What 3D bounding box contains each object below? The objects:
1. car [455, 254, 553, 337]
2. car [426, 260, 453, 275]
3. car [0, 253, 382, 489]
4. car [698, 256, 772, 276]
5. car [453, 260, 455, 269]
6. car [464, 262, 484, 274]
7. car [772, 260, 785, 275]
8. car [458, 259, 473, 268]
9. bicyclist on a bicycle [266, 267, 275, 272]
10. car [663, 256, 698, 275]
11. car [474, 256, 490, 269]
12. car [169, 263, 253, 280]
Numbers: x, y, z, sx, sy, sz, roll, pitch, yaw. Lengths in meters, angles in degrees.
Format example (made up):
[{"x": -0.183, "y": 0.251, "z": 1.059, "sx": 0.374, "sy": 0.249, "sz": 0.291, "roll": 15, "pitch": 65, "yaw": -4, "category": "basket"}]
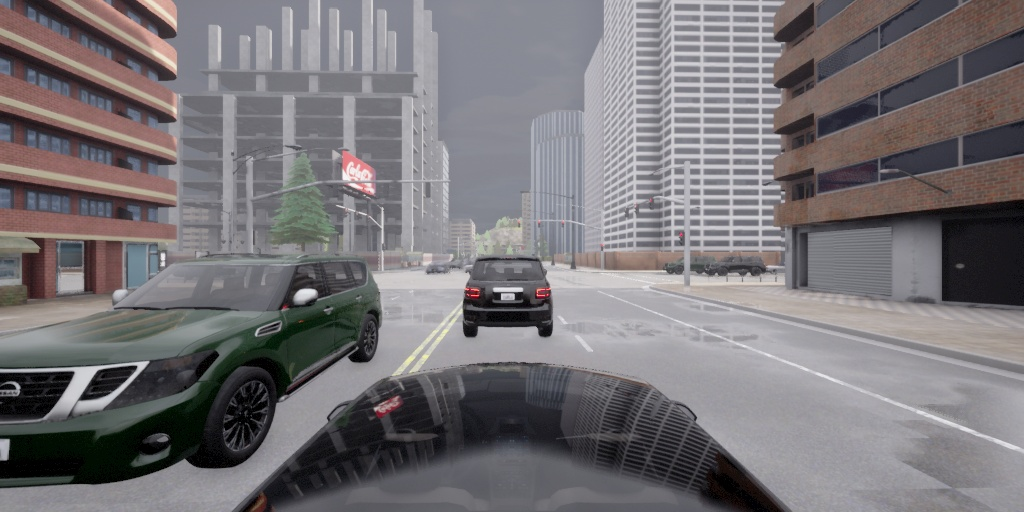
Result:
[{"x": -0.116, "y": 0.971, "z": 10.421, "sx": 2.150, "sy": 2.045, "sz": 5.566, "roll": 0, "pitch": 0, "yaw": -1, "category": "car"}, {"x": -7.814, "y": 1.314, "z": 38.141, "sx": 1.994, "sy": 1.385, "sz": 4.181, "roll": 0, "pitch": 0, "yaw": -1, "category": "car"}, {"x": -3.674, "y": 0.971, "z": 5.207, "sx": 2.150, "sy": 2.045, "sz": 5.566, "roll": 0, "pitch": 0, "yaw": -2, "category": "car"}, {"x": 22.015, "y": 0.971, "z": 35.561, "sx": 5.566, "sy": 2.045, "sz": 2.150, "roll": 0, "pitch": 0, "yaw": -2, "category": "car"}, {"x": -8.076, "y": 1.255, "z": 51.452, "sx": 1.837, "sy": 1.490, "sz": 4.892, "roll": 0, "pitch": 0, "yaw": -1, "category": "car"}, {"x": -4.386, "y": 1.351, "z": 41.754, "sx": 1.895, "sy": 1.301, "sz": 4.718, "roll": 0, "pitch": 0, "yaw": -1, "category": "car"}, {"x": 29.536, "y": 1.351, "z": 39.239, "sx": 4.718, "sy": 1.301, "sz": 1.895, "roll": 0, "pitch": 0, "yaw": -1, "category": "car"}, {"x": -8.297, "y": 1.241, "z": 64.526, "sx": 2.128, "sy": 1.511, "sz": 4.902, "roll": 0, "pitch": 0, "yaw": 0, "category": "car"}, {"x": -28.682, "y": 1.051, "z": 42.559, "sx": 0.582, "sy": 1.620, "sz": 1.656, "roll": 0, "pitch": 0, "yaw": -1, "category": "bicyclist on a bicycle"}, {"x": 19.406, "y": 0.972, "z": 38.992, "sx": 5.566, "sy": 2.045, "sz": 2.150, "roll": 0, "pitch": 0, "yaw": -1, "category": "car"}, {"x": -4.661, "y": 0.972, "z": 55.956, "sx": 2.150, "sy": 2.045, "sz": 5.566, "roll": 0, "pitch": 0, "yaw": -1, "category": "car"}, {"x": -25.608, "y": 1.297, "z": 30.650, "sx": 5.357, "sy": 1.411, "sz": 2.033, "roll": 0, "pitch": 0, "yaw": -1, "category": "car"}]
